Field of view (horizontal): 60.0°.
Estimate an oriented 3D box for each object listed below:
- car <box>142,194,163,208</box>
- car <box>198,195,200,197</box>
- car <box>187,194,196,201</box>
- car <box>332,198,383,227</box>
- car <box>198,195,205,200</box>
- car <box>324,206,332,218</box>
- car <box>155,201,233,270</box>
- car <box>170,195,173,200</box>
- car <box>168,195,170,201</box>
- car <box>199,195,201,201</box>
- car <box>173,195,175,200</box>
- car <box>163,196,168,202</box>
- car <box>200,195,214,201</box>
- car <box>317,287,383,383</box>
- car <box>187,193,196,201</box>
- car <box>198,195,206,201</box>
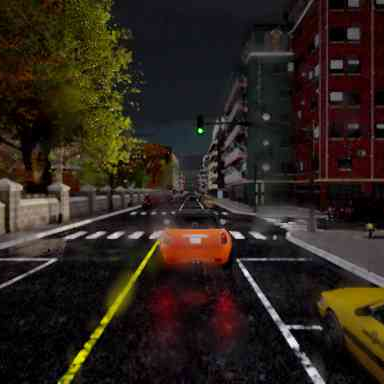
[{"bbox_3d":[-5.715,1.264,46.502,2.192,1.841,5.009,0,0,0],"label":"car"},{"bbox_3d":[2.658,1.490,63.113,2.008,1.369,4.403,0,0,0],"label":"car"},{"bbox_3d":[-0.032,1.451,71.814,2.128,1.511,4.902,0,0,0],"label":"car"},{"bbox_3d":[13.671,1.471,24.307,5.566,2.045,2.150,1,0,2],"label":"car"},{"bbox_3d":[2.646,1.475,90.788,1.887,1.381,4.507,0,0,0],"label":"car"},{"bbox_3d":[14.601,1.552,29.939,5.009,1.841,2.192,1,-1,0],"label":"car"},{"bbox_3d":[0.095,1.338,11.160,2.097,1.767,4.553,0,0,0],"label":"car"},{"bbox_3d":[-5.727,1.517,74.178,1.802,1.307,4.206,0,0,0],"label":"car"},{"bbox_3d":[-5.722,1.484,63.108,1.887,1.381,4.507,0,0,0],"label":"car"},{"bbox_3d":[2.661,1.487,57.577,1.887,1.381,4.507,0,0,0],"label":"car"},{"bbox_3d":[-5.732,1.513,85.249,1.802,1.307,4.206,0,0,0],"label":"car"},{"bbox_3d":[-5.720,1.382,57.572,1.967,1.590,4.097,0,0,0],"label":"car"},{"bbox_3d":[2.663,1.470,52.212,1.752,1.417,4.829,0,0,0],"label":"car"},{"bbox_3d":[2.687,1.521,3.111,1.752,1.417,4.829,0,0,0],"label":"car"},{"bbox_3d":[-0.037,1.199,82.212,2.097,1.767,4.553,0,0,0],"label":"car"},{"bbox_3d":[2.648,1.476,85.253,1.887,1.381,4.507,0,0,0],"label":"car"}]
